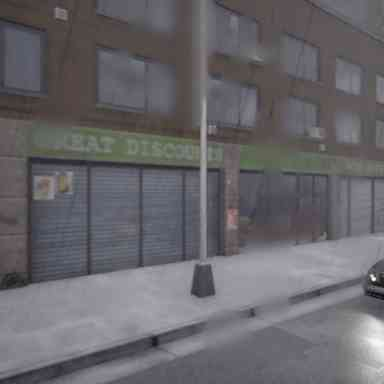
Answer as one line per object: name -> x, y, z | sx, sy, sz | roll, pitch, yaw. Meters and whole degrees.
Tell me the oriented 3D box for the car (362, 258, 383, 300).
car -> 5.943, 1.545, 7.315 | 5.357, 1.411, 2.033 | 0, 0, -35
